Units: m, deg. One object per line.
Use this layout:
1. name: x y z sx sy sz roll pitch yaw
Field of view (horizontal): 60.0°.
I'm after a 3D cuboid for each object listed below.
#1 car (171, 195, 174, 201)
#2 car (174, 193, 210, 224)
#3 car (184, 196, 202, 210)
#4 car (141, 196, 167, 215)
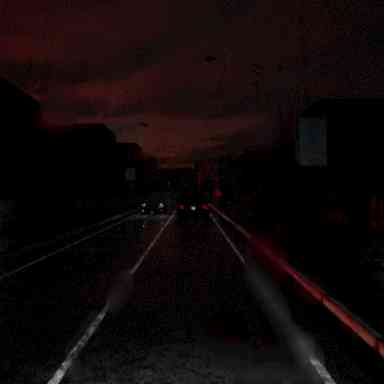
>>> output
1. car: -3.559 1.286 73.839 1.994 1.385 4.181 0 0 0
2. car: 0.082 1.101 23.468 2.150 2.045 5.566 0 0 0
3. car: 0.073 1.321 41.166 2.128 1.511 4.902 0 0 0
4. car: -3.522 1.204 31.506 2.097 1.767 4.553 0 0 0
